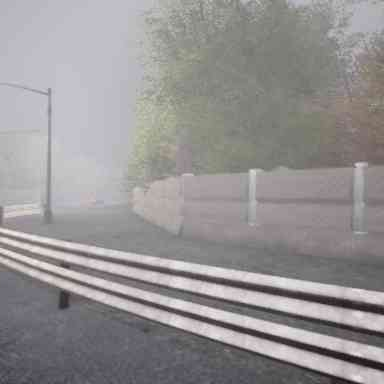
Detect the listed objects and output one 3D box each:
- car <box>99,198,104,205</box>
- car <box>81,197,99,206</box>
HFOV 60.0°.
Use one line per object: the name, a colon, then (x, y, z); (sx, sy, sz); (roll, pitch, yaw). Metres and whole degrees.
car: (-21.079, 2.039, 74.990); (1.882, 1.535, 5.008); (0, 0, -5)
car: (-20.307, 1.791, 65.508); (2.097, 1.767, 4.553); (0, -1, -5)
